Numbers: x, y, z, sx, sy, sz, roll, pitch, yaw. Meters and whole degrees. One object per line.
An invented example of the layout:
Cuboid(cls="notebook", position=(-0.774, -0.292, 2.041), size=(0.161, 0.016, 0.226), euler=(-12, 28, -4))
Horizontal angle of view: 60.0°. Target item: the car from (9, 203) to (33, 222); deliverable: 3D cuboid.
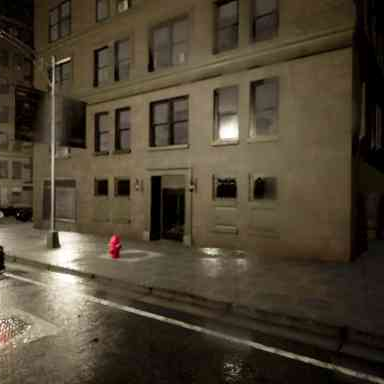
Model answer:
Cuboid(cls="car", position=(-12.885, 1.880, 28.703), size=(1.947, 1.339, 4.313), euler=(0, 0, 36))

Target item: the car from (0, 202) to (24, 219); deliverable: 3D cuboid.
Cuboid(cls="car", position=(-17.423, 1.737, 32.585), size=(1.882, 1.535, 5.008), euler=(1, 0, 36))

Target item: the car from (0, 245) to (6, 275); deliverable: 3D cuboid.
Cuboid(cls="car", position=(-6.582, 1.534, 8.382), size=(4.902, 1.511, 2.128), euler=(0, 0, 36))
